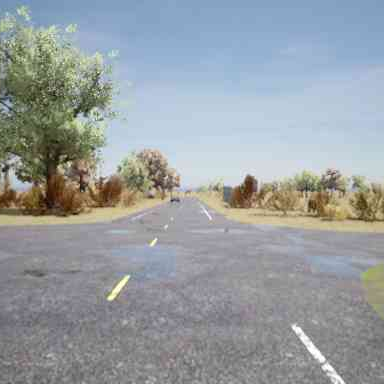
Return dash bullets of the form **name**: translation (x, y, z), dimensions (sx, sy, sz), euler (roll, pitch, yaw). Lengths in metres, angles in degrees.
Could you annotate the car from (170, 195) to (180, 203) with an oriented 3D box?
- **car**: translation (-3.546, 1.506, 70.709), dimensions (1.882, 1.535, 5.008), euler (0, 0, 0)
